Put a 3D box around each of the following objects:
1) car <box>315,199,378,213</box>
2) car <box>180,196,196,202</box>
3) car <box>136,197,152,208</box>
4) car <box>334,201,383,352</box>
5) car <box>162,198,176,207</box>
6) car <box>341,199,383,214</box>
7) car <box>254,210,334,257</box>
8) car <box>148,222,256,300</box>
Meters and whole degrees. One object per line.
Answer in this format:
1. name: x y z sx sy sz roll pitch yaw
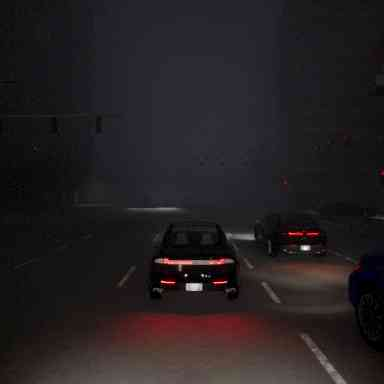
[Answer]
1. car: 13.126 1.505 28.431 4.892 1.490 1.837 0 0 0
2. car: -1.027 1.566 73.292 1.895 1.301 4.718 0 0 -27
3. car: -7.016 1.505 48.709 1.837 1.490 4.892 0 0 0
4. car: 3.605 1.221 3.030 2.150 2.045 5.566 0 0 0
5. car: -3.500 1.601 51.343 1.895 1.301 4.718 0 0 1
6. car: 18.673 1.526 35.656 4.674 1.442 1.812 0 0 0
7. car: 3.614 1.505 12.861 1.837 1.490 4.892 0 0 1
8. car: 0.065 1.492 8.393 2.128 1.511 4.902 0 0 1
